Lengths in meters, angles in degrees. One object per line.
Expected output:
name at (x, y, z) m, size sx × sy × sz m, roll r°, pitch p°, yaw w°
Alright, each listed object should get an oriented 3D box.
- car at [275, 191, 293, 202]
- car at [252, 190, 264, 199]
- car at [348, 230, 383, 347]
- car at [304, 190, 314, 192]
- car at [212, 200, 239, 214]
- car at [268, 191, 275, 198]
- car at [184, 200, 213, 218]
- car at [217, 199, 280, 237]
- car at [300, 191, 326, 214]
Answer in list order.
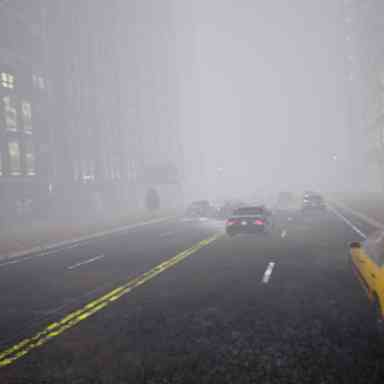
car at (13.592, 0.632, 48.285) m, size 1.882 × 1.535 × 5.008 m, roll -4°, pitch 0°, yaw 19°
car at (13.734, 0.497, 69.463) m, size 2.097 × 1.767 × 4.553 m, roll -4°, pitch 0°, yaw 19°
car at (3.770, 1.217, 5.519) m, size 1.801 × 1.575 × 5.366 m, roll -4°, pitch 0°, yaw 19°
car at (15.433, 0.541, 43.704) m, size 1.837 × 1.490 × 4.892 m, roll -4°, pitch 1°, yaw 19°
car at (3.567, 1.395, 29.179) m, size 1.895 × 1.301 × 4.718 m, roll -4°, pitch 0°, yaw 19°
car at (16.811, 0.483, 68.400) m, size 2.033 × 1.411 × 5.357 m, roll -4°, pitch 0°, yaw 19°
car at (0.764, 1.502, 31.032) m, size 1.812 × 1.442 × 4.674 m, roll -4°, pitch 0°, yaw 19°
car at (3.069, 1.365, 16.874) m, size 2.033 × 1.411 × 5.357 m, roll -4°, pitch 0°, yaw 19°
car at (9.854, 0.935, 27.092) m, size 2.033 × 1.411 × 5.357 m, roll -4°, pitch 0°, yaw 19°
